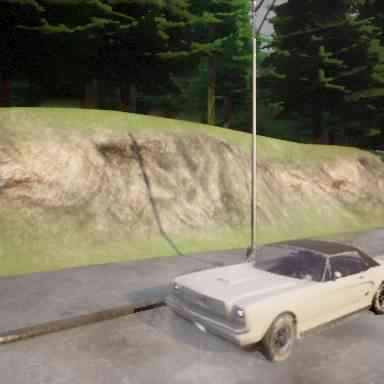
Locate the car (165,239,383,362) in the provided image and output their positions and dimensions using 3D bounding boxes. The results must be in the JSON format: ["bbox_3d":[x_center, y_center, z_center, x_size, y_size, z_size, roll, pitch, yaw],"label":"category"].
[{"bbox_3d":[1.906,1.610,6.033,4.718,1.301,1.895,0,0,-36],"label":"car"}]
